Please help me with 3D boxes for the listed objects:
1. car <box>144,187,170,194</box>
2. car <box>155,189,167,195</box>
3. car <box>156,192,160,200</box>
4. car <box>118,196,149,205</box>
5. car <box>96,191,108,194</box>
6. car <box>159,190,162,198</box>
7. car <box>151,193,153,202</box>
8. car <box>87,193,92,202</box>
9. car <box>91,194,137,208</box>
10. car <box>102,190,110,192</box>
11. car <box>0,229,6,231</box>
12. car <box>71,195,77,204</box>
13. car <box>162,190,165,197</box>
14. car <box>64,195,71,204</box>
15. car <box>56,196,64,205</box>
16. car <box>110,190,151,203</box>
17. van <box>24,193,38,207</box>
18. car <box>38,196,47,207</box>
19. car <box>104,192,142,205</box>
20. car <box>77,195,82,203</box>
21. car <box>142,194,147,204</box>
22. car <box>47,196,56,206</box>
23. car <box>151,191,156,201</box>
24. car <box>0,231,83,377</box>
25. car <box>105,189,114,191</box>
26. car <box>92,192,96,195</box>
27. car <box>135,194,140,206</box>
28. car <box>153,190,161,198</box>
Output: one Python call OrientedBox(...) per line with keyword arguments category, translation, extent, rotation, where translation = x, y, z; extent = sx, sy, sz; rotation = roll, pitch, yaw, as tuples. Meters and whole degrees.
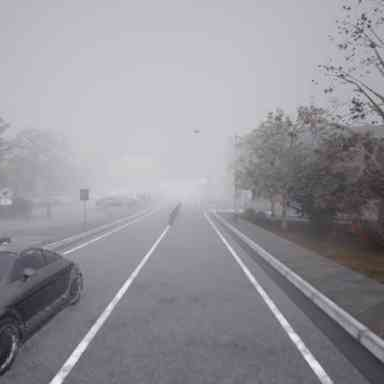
OrientedBox(category="car", translation=(-9.842, 0.221, 93.639), extent=(5.566, 2.045, 2.435), rotation=(0, 2, 0))
OrientedBox(category="car", translation=(-9.822, 0.735, 88.087), extent=(4.792, 1.488, 2.163), rotation=(0, 2, 0))
OrientedBox(category="car", translation=(-9.993, 1.251, 71.374), extent=(4.792, 1.488, 2.163), rotation=(0, 1, 0))
OrientedBox(category="car", translation=(-10.052, 1.413, 57.438), extent=(4.892, 1.521, 2.231), rotation=(0, 0, 0))
OrientedBox(category="car", translation=(-22.822, 1.081, 76.854), extent=(5.366, 1.575, 1.946), rotation=(0, 2, 0))
OrientedBox(category="car", translation=(-9.958, 0.958, 76.936), extent=(4.553, 1.767, 2.185), rotation=(0, 2, 0))
OrientedBox(category="car", translation=(-10.010, 1.425, 60.217), extent=(4.792, 1.488, 2.163), rotation=(0, 1, 0))
OrientedBox(category="car", translation=(-23.077, 1.324, 65.706), extent=(5.008, 1.535, 2.097), rotation=(0, 1, 0))
OrientedBox(category="car", translation=(-10.123, 1.397, 43.506), extent=(4.792, 1.488, 2.163), rotation=(0, 0, 0))
OrientedBox(category="car", translation=(-22.994, 1.002, 79.644), extent=(5.008, 1.535, 2.097), rotation=(0, 2, 0))
OrientedBox(category="car", translation=(-10.037, 1.754, 13.687), extent=(4.792, 1.488, 2.163), rotation=(0, -1, 0))
OrientedBox(category="car", translation=(-23.324, 1.406, 57.471), extent=(5.366, 1.575, 1.946), rotation=(0, 0, 0))
OrientedBox(category="car", translation=(-9.882, 0.910, 82.513), extent=(5.008, 1.535, 2.097), rotation=(0, 2, 0))
OrientedBox(category="car", translation=(-23.343, 1.413, 54.675), extent=(5.366, 1.575, 1.946), rotation=(0, 0, 0))
OrientedBox(category="car", translation=(-23.205, 1.443, 51.882), extent=(4.792, 1.488, 2.163), rotation=(0, 0, 0))
OrientedBox(category="car", translation=(-10.106, 1.168, 54.649), extent=(5.566, 2.045, 2.435), rotation=(0, 0, 0))
OrientedBox(category="van", translation=(-23.106, 1.139, 43.512), extent=(4.442, 1.987, 1.878), rotation=(1, 0, 0))
OrientedBox(category="car", translation=(-23.217, 1.422, 46.185), extent=(4.674, 1.452, 2.002), rotation=(0, 0, 0))
OrientedBox(category="car", translation=(-10.146, 1.280, 49.077), extent=(4.553, 1.767, 2.185), rotation=(0, 0, 0))
OrientedBox(category="car", translation=(-23.091, 1.422, 60.125), extent=(4.792, 1.488, 2.163), rotation=(0, 0, 0))
OrientedBox(category="car", translation=(-10.091, 1.417, 51.855), extent=(5.008, 1.535, 2.097), rotation=(0, 0, 0))
OrientedBox(category="car", translation=(-23.198, 1.441, 48.970), extent=(4.674, 1.452, 2.002), rotation=(0, 0, 0))
OrientedBox(category="car", translation=(-9.970, 1.200, 65.797), extent=(4.553, 1.767, 2.185), rotation=(0, 1, 0))
OrientedBox(category="car", translation=(-3.312, 1.616, 5.422), extent=(1.994, 1.385, 4.181), rotation=(0, -1, 0))
OrientedBox(category="car", translation=(-22.998, 0.661, 82.423), extent=(5.566, 2.045, 2.435), rotation=(0, 2, 0))
OrientedBox(category="car", translation=(-23.057, 1.276, 68.623), extent=(4.892, 1.521, 2.231), rotation=(0, 1, 0))
OrientedBox(category="car", translation=(-10.163, 1.416, 46.290), extent=(4.792, 1.488, 2.163), rotation=(0, 0, 0))
OrientedBox(category="car", translation=(-9.976, 1.032, 74.157), extent=(4.553, 1.767, 2.185), rotation=(0, 2, 0))
